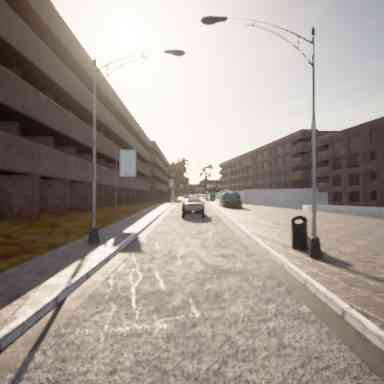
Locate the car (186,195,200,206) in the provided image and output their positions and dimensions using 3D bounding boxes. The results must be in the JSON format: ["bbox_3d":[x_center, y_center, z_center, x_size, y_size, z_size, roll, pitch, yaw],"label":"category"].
[{"bbox_3d":[0.115,1.154,46.788,1.812,1.442,4.674,0,0,0],"label":"car"}]

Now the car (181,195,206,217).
[{"bbox_3d":[0.109,1.248,27.906,2.128,1.511,4.902,0,1,0],"label":"car"}]
